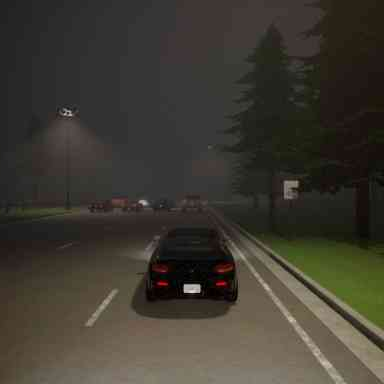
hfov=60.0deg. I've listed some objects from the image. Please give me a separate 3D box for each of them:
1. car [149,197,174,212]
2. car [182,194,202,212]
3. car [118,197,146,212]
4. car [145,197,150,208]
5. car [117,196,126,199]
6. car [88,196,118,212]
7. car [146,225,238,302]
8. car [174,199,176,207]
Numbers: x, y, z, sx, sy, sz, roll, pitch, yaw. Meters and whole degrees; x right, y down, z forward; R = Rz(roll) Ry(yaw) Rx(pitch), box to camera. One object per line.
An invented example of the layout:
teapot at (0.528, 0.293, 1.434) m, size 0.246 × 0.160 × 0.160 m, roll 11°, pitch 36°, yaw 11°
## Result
car at (-3.493, 1.563, 39.154) m, size 1.994 × 1.385 × 4.181 m, roll 0°, pitch 0°, yaw 0°
car at (0.007, 1.220, 38.767) m, size 2.150 × 2.045 × 5.566 m, roll 0°, pitch 0°, yaw 0°
car at (-6.993, 1.600, 39.185) m, size 1.895 × 1.301 × 4.718 m, roll 0°, pitch 0°, yaw 0°
car at (-6.991, 1.524, 49.158) m, size 1.812 × 1.442 × 4.674 m, roll 0°, pitch 0°, yaw 0°
car at (-10.491, 1.351, 49.129) m, size 2.097 × 1.767 × 4.553 m, roll 0°, pitch 0°, yaw 0°
car at (-10.493, 1.546, 38.739) m, size 2.033 × 1.411 × 5.357 m, roll 0°, pitch 0°, yaw 0°
car at (0.002, 1.525, 8.124) m, size 1.812 × 1.442 × 4.674 m, roll 0°, pitch 0°, yaw 0°
car at (-3.491, 1.476, 49.157) m, size 1.882 × 1.535 × 5.008 m, roll 0°, pitch 0°, yaw 0°
